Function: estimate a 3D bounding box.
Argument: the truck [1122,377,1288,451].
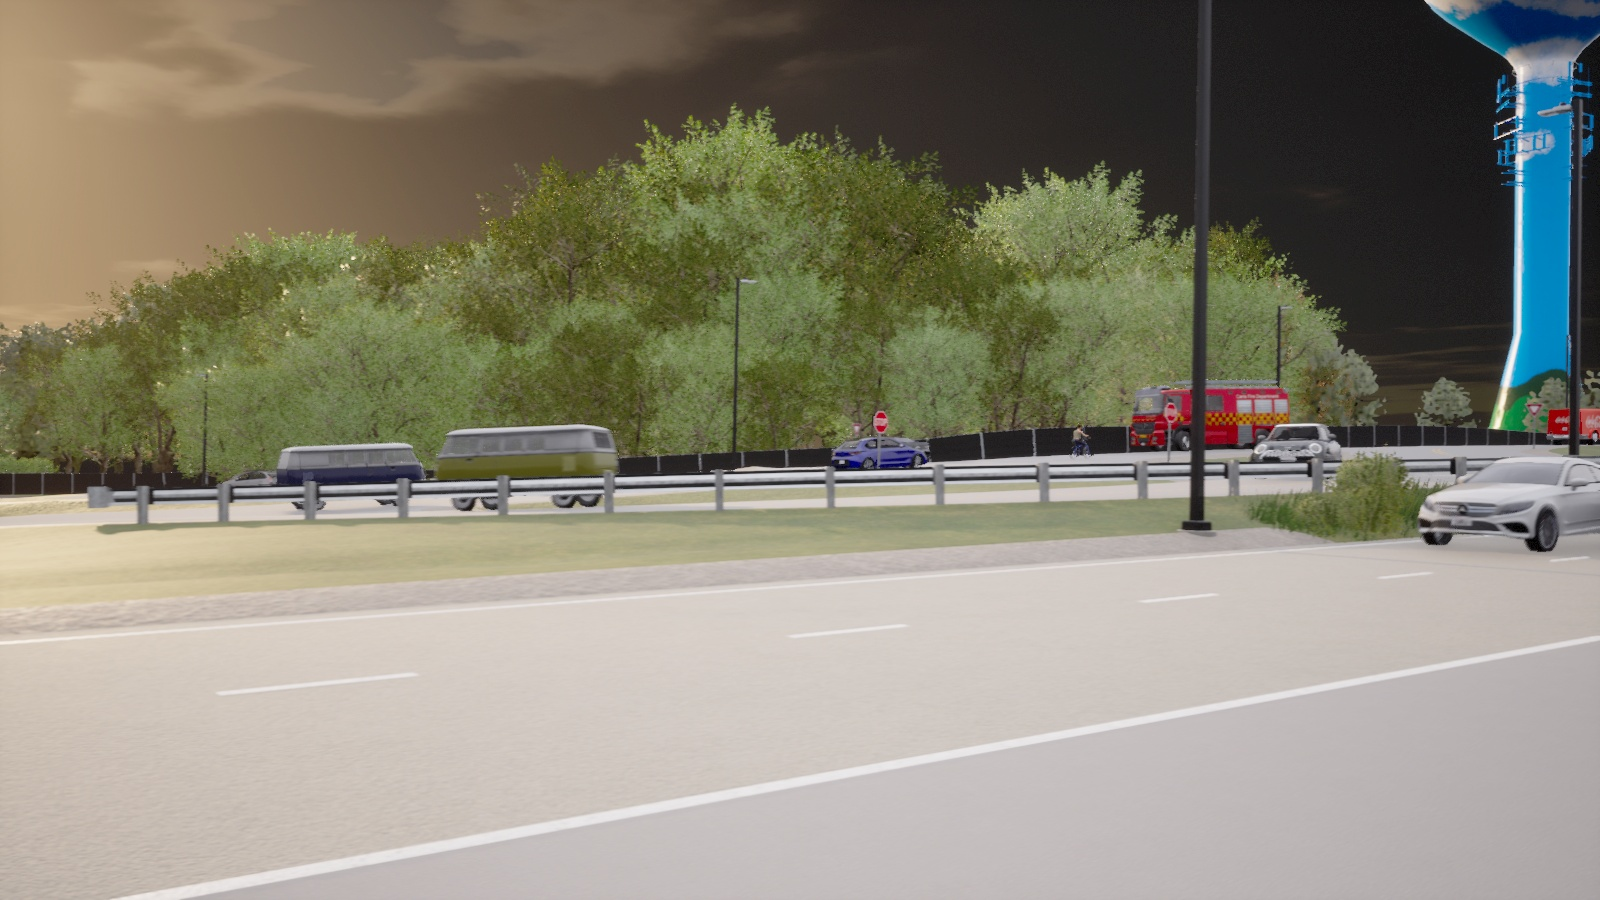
[{"bbox_3d":[22.165,-1.941,68.709,8.468,3.827,2.891,-2,0,-18],"label":"truck"}]

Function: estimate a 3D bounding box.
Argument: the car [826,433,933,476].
[{"bbox_3d":[3.241,0.168,50.797,4.193,1.474,1.816,-4,2,-40],"label":"car"}]

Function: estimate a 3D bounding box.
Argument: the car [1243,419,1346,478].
[{"bbox_3d":[13.485,-0.074,34.107,1.970,1.475,3.806,-1,1,31],"label":"car"}]

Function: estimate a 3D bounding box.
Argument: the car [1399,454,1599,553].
[{"bbox_3d":[11.935,0.787,20.494,4.674,1.442,1.812,0,0,-35],"label":"car"}]

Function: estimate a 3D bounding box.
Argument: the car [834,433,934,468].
[{"bbox_3d":[4.116,0.043,62.463,2.033,1.411,5.357,-1,-3,-35],"label":"car"}]

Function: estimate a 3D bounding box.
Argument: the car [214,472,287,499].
[{"bbox_3d":[-35.927,2.325,82.143,3.988,1.617,1.851,-2,-1,11],"label":"car"}]

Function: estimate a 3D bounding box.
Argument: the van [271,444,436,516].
[{"bbox_3d":[-13.816,0.871,38.932,4.442,1.987,1.775,-2,1,-35],"label":"van"}]

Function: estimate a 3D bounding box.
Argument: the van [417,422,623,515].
[{"bbox_3d":[-6.679,0.469,30.069,4.442,1.987,1.775,-2,-2,13],"label":"van"}]
